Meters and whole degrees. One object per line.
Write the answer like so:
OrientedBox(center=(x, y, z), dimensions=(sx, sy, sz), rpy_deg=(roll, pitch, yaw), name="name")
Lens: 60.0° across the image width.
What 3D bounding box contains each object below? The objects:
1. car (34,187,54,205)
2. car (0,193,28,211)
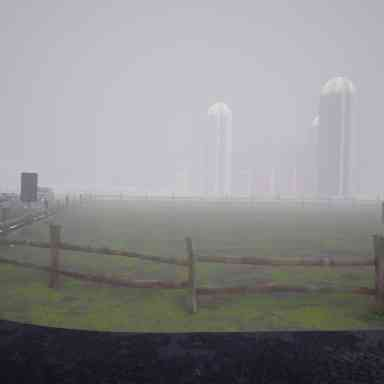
OrientedBox(center=(-18.029, 0.395, 39.599), dimensions=(2.150, 2.045, 5.566), rpy_deg=(2, 1, -9), name="car")
OrientedBox(center=(-16.194, 0.826, 29.147), dimensions=(2.128, 1.511, 4.902), rpy_deg=(2, 1, -10), name="car")
